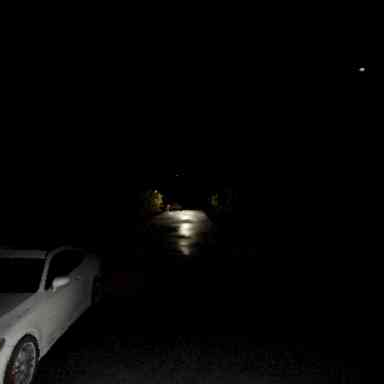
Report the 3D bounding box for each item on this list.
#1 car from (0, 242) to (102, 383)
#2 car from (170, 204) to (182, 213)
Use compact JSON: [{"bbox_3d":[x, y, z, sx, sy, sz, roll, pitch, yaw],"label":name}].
[{"bbox_3d":[-2.752,1.596,5.250,1.812,1.442,4.674,0,-1,0],"label":"car"},{"bbox_3d":[-2.788,2.729,57.067,1.882,1.535,5.008,0,-2,0],"label":"car"}]
